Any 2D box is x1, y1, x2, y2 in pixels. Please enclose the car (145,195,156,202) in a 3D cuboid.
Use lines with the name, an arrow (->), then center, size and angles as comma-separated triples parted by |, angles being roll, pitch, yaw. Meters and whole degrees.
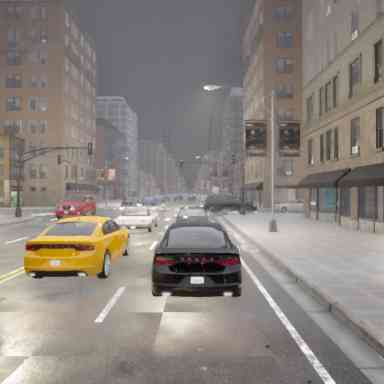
car -> -9.770, 1.510, 79.048 | 2.128, 1.511, 4.902 | 0, 0, 0

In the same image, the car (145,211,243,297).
car -> 0.098, 1.478, 8.623 | 1.882, 1.535, 5.008 | 0, 0, 0

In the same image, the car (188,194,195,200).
car -> -0.022, 1.329, 91.211 | 1.882, 1.535, 5.008 | 0, 0, 0

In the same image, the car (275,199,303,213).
car -> 11.711, 1.562, 37.436 | 4.674, 1.442, 1.812 | 0, 0, 0

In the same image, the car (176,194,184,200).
car -> -3.272, 1.391, 91.210 | 2.033, 1.411, 5.357 | 0, 0, 0

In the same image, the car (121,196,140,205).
car -> -9.857, 1.500, 52.230 | 1.837, 1.490, 4.892 | 0, 0, 0

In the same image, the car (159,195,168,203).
car -> -6.517, 1.515, 69.096 | 1.812, 1.442, 4.674 | 0, 0, 0

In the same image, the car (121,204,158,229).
car -> -3.155, 1.601, 20.003 | 1.895, 1.301, 4.718 | 0, 0, 0

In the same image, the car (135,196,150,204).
car -> -9.791, 1.484, 65.685 | 2.128, 1.511, 4.902 | 0, 0, 0

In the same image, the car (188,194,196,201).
car -> -0.019, 1.461, 80.791 | 1.882, 1.535, 5.008 | 0, 0, 0

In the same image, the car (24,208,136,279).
car -> -3.154, 1.478, 10.108 | 1.882, 1.535, 5.008 | 0, 0, 0

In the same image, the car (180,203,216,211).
car -> -0.004, 1.548, 18.442 | 2.033, 1.411, 5.357 | 0, 0, 0

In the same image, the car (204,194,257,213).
car -> 3.992, 1.225, 34.812 | 5.566, 2.045, 2.150 | 0, 1, 10

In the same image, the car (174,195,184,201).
car -> -3.270, 1.483, 80.790 | 1.837, 1.490, 4.892 | 0, 0, 0

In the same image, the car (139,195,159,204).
car -> -6.595, 1.522, 51.722 | 1.812, 1.442, 4.674 | 0, 0, 0

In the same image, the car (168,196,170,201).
car -> -6.520, 1.482, 82.072 | 2.033, 1.411, 5.357 | 0, 0, 0

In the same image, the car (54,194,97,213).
car -> -9.858, 1.214, 28.774 | 2.150, 2.045, 5.566 | 0, 0, 0
